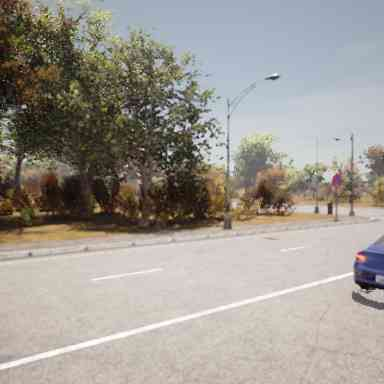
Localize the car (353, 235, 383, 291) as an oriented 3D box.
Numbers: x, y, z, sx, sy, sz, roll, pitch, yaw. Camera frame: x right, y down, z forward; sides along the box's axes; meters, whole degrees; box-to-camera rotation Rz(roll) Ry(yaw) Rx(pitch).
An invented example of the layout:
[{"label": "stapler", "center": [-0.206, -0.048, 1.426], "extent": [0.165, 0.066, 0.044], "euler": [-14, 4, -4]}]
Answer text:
[{"label": "car", "center": [5.562, 1.537, 7.728], "extent": [4.674, 1.442, 1.812], "euler": [0, 0, -36]}]

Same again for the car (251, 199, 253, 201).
[{"label": "car", "center": [9.604, 1.593, 50.942], "extent": [1.994, 1.385, 4.181], "euler": [0, 0, -32]}]
